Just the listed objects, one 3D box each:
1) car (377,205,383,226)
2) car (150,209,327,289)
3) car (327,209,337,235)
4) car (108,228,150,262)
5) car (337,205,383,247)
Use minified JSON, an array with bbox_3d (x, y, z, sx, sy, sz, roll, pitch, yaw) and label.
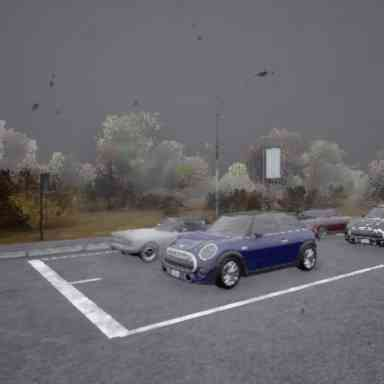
[{"bbox_3d":[14.854,1.576,23.062,4.181,1.385,1.994,0,0,-35],"label":"car"},{"bbox_3d":[1.424,1.355,9.275,4.553,1.767,2.097,0,0,-36],"label":"car"},{"bbox_3d":[6.629,1.571,17.251,4.181,1.385,1.994,0,0,-34],"label":"car"},{"bbox_3d":[-0.577,1.604,12.187,4.718,1.301,1.895,0,0,-35],"label":"car"},{"bbox_3d":[8.669,1.359,14.417,4.553,1.767,2.097,0,0,-35],"label":"car"}]
